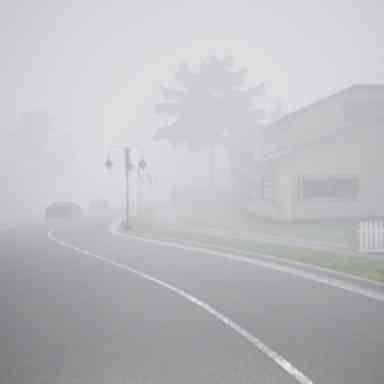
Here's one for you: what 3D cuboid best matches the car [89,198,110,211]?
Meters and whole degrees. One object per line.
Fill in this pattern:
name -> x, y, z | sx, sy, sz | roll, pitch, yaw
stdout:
car -> -11.984, 1.557, 43.295 | 2.128, 1.511, 4.902 | -1, 0, -3

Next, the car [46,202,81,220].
car -> -11.090, 1.567, 29.017 | 1.882, 1.535, 5.008 | -1, -1, -4
